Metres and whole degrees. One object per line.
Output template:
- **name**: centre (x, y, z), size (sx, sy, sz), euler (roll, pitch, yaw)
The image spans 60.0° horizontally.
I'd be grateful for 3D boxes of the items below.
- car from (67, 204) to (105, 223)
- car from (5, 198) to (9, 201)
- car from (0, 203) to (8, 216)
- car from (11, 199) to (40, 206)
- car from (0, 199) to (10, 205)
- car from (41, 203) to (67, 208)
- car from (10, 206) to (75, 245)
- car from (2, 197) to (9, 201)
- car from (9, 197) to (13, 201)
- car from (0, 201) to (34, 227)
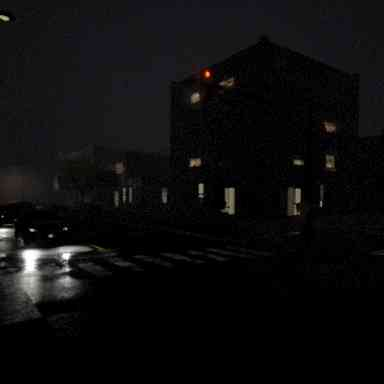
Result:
- **car**: centre (-9.162, 1.747, 29.055), size (1.967, 1.590, 4.097), euler (1, -1, -35)
- **car**: centre (-35.452, 2.289, 66.386), size (1.802, 1.307, 4.206), euler (1, -1, -35)
- **car**: centre (-21.577, 1.917, 36.520), size (1.895, 1.301, 4.718), euler (1, -1, -35)
- **car**: centre (-20.096, 1.867, 39.946), size (1.882, 1.535, 5.008), euler (1, -1, -35)
- **car**: centre (-45.069, 2.385, 80.124), size (1.752, 1.417, 4.829), euler (1, -1, -35)
- **car**: centre (-15.372, 1.951, 37.913), size (2.008, 1.369, 4.403), euler (1, -1, -35)
- **car**: centre (-7.413, 1.629, 16.246), size (1.812, 1.442, 4.674), euler (1, -1, -35)
- **car**: centre (-41.797, 2.122, 75.454), size (2.192, 1.841, 5.009), euler (1, -1, -35)
- **car**: centre (-32.280, 2.097, 61.854), size (1.967, 1.590, 4.097), euler (1, -1, -35)
- **car**: centre (-13.373, 1.696, 24.763), size (1.837, 1.490, 4.892), euler (1, -1, -35)
